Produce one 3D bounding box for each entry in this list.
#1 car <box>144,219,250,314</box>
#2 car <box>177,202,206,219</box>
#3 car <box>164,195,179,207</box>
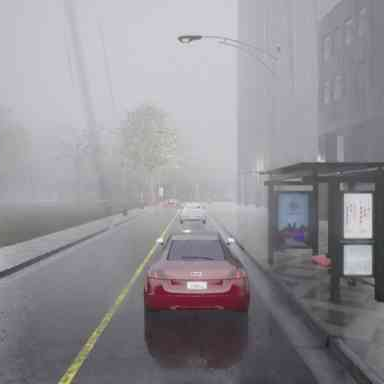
[{"bbox_3d":[0.086,1.572,7.704,1.994,1.385,4.181,0,0,0],"label":"car"},{"bbox_3d":[0.055,1.563,25.036,1.812,1.442,4.674,0,0,0],"label":"car"},{"bbox_3d":[-3.116,1.414,51.631,2.097,1.767,4.553,0,0,0],"label":"car"}]
